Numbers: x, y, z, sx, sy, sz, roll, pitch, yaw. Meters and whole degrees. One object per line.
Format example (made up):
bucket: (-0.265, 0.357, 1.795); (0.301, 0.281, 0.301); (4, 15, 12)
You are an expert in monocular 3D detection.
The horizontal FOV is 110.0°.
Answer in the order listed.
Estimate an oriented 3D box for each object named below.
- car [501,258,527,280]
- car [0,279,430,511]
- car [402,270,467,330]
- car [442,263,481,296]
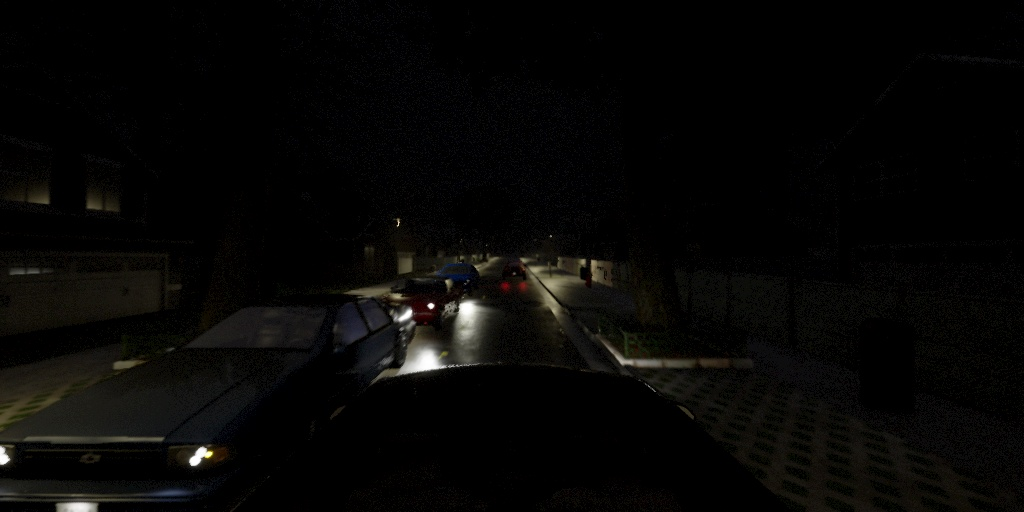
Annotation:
car: (0.187, 1.107, 29.112); (1.812, 1.442, 4.674); (0, 0, 1)
car: (-2.844, 1.275, 5.013); (2.033, 1.411, 5.357); (0, 0, 0)
car: (-2.714, 1.298, 11.009); (1.895, 1.301, 4.718); (0, 0, 0)
car: (-2.761, 1.129, 18.714); (1.882, 1.535, 5.008); (0, 0, 1)
